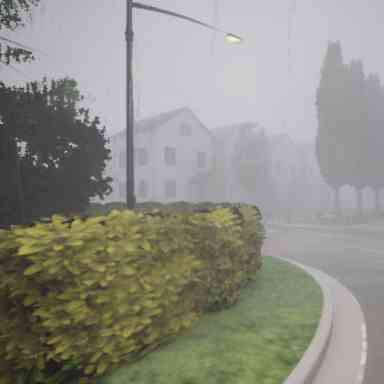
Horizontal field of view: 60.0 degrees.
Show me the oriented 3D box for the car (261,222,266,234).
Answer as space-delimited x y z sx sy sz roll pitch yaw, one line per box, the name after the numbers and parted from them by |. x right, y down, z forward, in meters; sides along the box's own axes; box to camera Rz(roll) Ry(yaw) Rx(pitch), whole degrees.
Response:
1.525 1.896 19.087 5.357 1.411 2.033 -1 -2 40 | car
